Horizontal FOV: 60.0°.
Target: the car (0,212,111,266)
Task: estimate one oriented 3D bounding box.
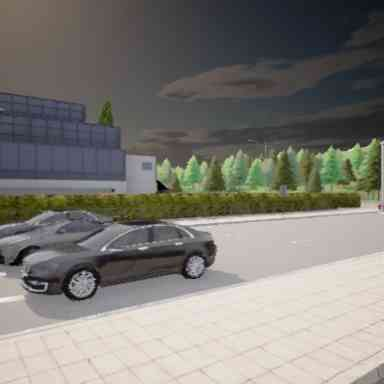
[{"bbox_3d":[-4.048,1.561,10.934,4.181,1.385,1.994,0,0,-36],"label":"car"}]

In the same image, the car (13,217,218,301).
[{"bbox_3d":[-1.573,1.501,8.400,4.892,1.490,1.837,0,0,-36],"label":"car"}]

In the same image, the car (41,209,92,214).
[{"bbox_3d":[-5.687,1.501,14.064,4.892,1.490,1.837,0,0,-36],"label":"car"}]
